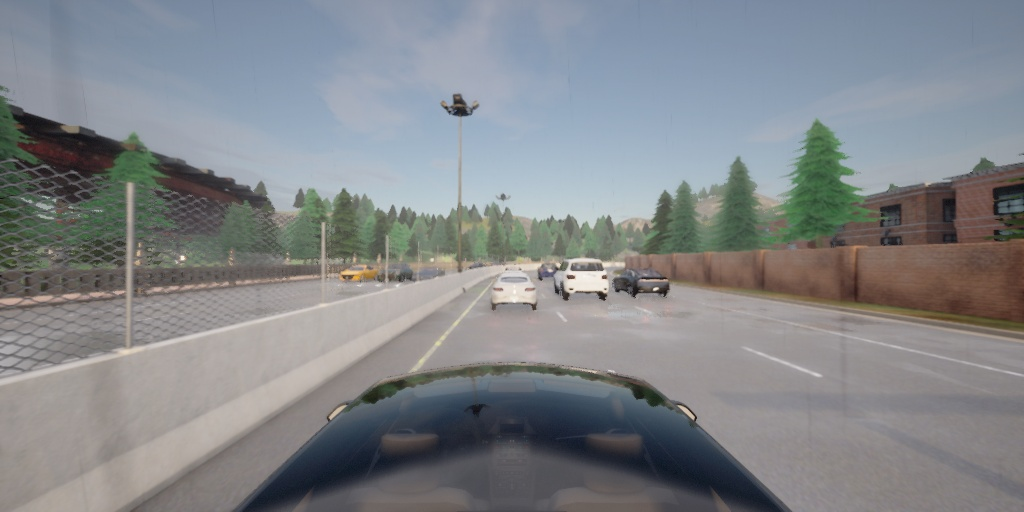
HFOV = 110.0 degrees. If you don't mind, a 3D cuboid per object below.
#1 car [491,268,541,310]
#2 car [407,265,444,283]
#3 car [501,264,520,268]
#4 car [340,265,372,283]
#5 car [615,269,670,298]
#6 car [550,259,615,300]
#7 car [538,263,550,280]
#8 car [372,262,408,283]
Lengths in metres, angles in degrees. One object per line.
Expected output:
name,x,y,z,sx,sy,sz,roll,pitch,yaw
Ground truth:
car,0.087,1.441,15.686,1.812,1.442,4.674,0,-1,0
car,-7.084,1.644,31.008,2.033,1.411,5.357,0,-1,0
car,0.193,1.763,36.554,1.895,1.301,4.718,0,-1,2
car,-14.013,1.600,33.136,1.882,1.535,5.008,0,-1,1
car,7.089,1.459,20.098,2.128,1.511,4.902,0,-1,0
car,3.590,1.183,19.447,2.150,2.045,5.566,0,0,0
car,3.716,1.514,36.582,2.097,1.767,4.553,0,-1,2
car,-10.513,1.468,32.579,2.097,1.767,4.553,0,-1,1
